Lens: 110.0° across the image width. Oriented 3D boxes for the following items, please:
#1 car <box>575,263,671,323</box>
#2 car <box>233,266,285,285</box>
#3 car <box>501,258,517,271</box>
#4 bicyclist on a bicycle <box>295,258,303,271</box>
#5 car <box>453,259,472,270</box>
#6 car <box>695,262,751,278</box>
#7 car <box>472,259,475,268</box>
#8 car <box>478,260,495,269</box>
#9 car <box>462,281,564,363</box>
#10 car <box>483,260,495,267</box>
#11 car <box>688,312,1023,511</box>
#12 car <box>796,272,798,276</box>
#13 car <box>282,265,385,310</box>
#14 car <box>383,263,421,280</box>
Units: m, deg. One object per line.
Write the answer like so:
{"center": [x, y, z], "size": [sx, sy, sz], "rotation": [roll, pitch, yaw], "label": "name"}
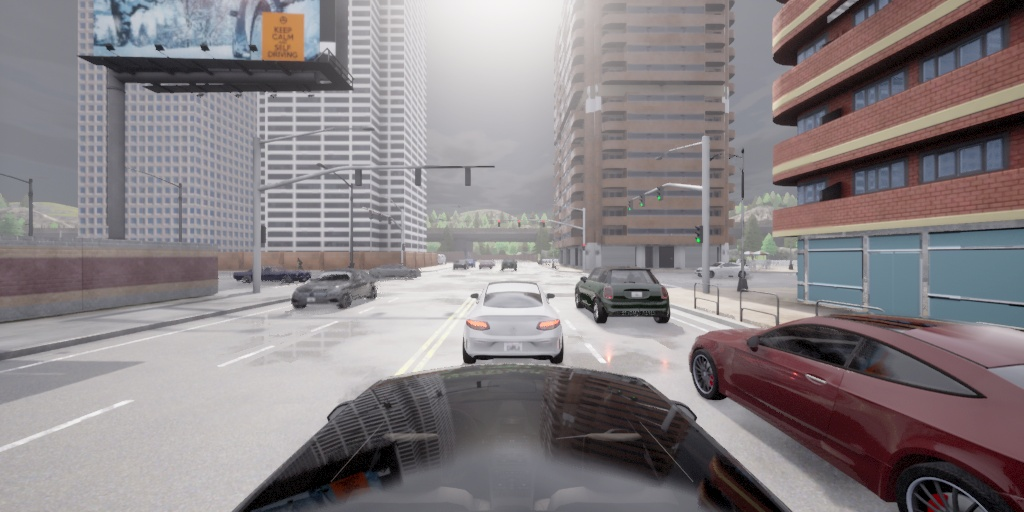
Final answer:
{"center": [3.499, 1.100, 12.201], "size": [2.097, 1.767, 4.553], "rotation": [0, 0, 0], "label": "car"}
{"center": [-16.946, 1.347, 25.618], "size": [4.718, 1.301, 1.895], "rotation": [0, 0, 4], "label": "car"}
{"center": [-0.390, 1.095, 50.417], "size": [2.097, 1.767, 4.553], "rotation": [0, 0, 1], "label": "car"}
{"center": [-25.974, 1.044, 43.748], "size": [0.582, 1.620, 1.656], "rotation": [0, 0, 0], "label": "bicyclist on a bicycle"}
{"center": [-7.498, 1.220, 52.970], "size": [1.882, 1.535, 5.008], "rotation": [0, 0, 0], "label": "car"}
{"center": [19.387, 1.271, 33.064], "size": [4.674, 1.442, 1.812], "rotation": [0, 0, 0], "label": "car"}
{"center": [-7.549, 1.219, 62.991], "size": [1.882, 1.535, 5.008], "rotation": [0, 0, 0], "label": "car"}
{"center": [-4.012, 1.268, 55.012], "size": [1.812, 1.442, 4.674], "rotation": [0, 0, -1], "label": "car"}
{"center": [0.017, 1.275, 7.986], "size": [1.812, 1.442, 4.674], "rotation": [0, 0, 0], "label": "car"}
{"center": [-4.052, 1.342, 64.993], "size": [1.895, 1.301, 4.718], "rotation": [0, 0, 0], "label": "car"}
{"center": [3.580, 1.275, 3.482], "size": [1.812, 1.442, 4.674], "rotation": [0, 0, 0], "label": "car"}
{"center": [26.487, 1.293, 29.388], "size": [5.357, 1.411, 2.033], "rotation": [0, 0, 0], "label": "car"}
{"center": [-7.115, 1.274, 14.930], "size": [1.812, 1.442, 4.674], "rotation": [0, 0, -1], "label": "car"}
{"center": [-9.909, 1.310, 30.563], "size": [4.181, 1.385, 1.994], "rotation": [0, 0, -16], "label": "car"}
